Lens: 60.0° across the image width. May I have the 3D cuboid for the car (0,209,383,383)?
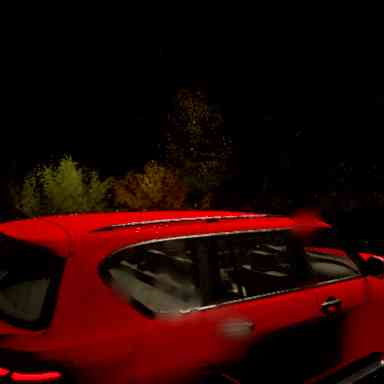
[{"bbox_3d":[0.599,1.231,3.857,5.566,2.045,2.150,0,0,-35],"label":"car"}]
